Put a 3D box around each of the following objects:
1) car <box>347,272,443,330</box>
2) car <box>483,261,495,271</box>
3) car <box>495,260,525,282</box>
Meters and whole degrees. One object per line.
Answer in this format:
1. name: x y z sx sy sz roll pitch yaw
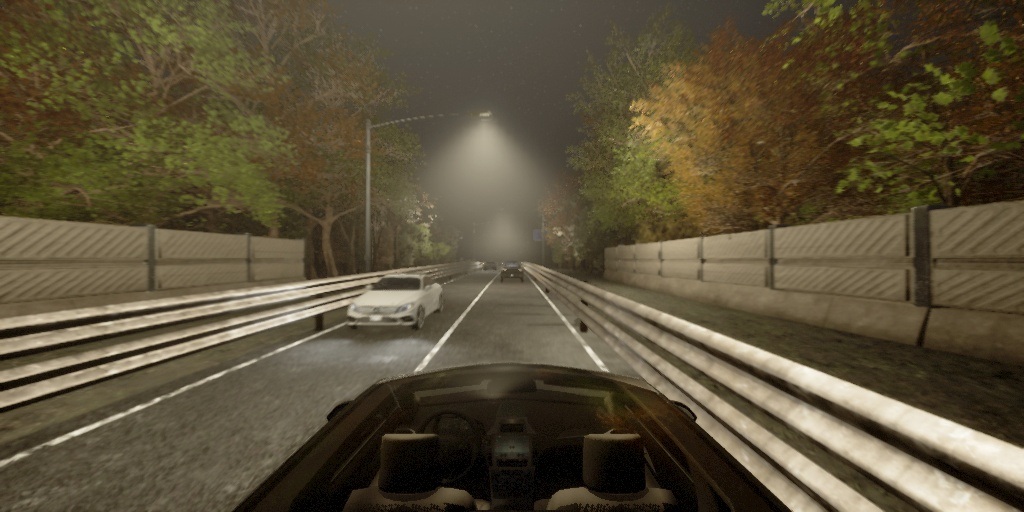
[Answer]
1. car: -3.332 1.253 11.116 1.812 1.442 4.674 0 0 0
2. car: -3.264 1.542 54.319 1.812 1.442 4.674 0 -1 1
3. car: 0.019 1.255 29.264 2.128 1.511 4.902 0 0 0
